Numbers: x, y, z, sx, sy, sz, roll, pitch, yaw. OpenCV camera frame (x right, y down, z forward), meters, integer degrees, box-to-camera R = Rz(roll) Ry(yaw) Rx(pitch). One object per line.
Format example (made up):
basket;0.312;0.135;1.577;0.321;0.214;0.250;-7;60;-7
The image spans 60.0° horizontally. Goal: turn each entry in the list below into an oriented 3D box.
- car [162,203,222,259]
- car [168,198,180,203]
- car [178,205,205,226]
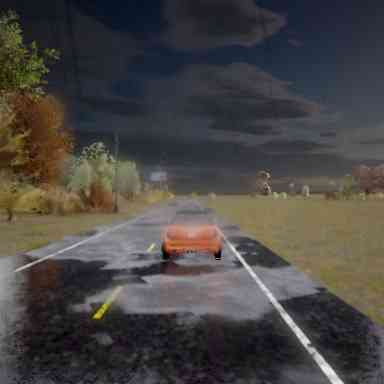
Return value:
car;0.015;1.494;13.409;2.097;1.767;4.553;0;-1;0
car;-3.556;2.050;65.759;2.097;1.767;4.553;0;-1;0
car;-0.008;1.840;27.502;2.033;1.411;5.357;0;-1;0
